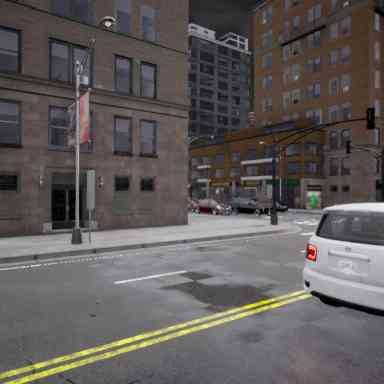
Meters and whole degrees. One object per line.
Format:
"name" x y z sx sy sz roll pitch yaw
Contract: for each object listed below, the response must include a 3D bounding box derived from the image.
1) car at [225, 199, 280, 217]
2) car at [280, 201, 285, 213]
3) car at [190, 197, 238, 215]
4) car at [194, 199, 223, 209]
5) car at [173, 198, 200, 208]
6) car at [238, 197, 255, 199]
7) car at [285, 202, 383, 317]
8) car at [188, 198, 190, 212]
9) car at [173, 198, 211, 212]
"car" 5.677 1.594 31.627 1.895 1.301 4.718 0 0 -35
"car" 8.637 1.580 36.945 1.947 1.339 4.313 0 0 -35
"car" 2.086 1.423 32.311 1.967 1.590 4.097 0 0 -35
"car" 2.270 1.594 45.943 1.802 1.307 4.206 0 0 -35
"car" -0.913 1.578 50.441 1.947 1.339 4.313 0 0 -35
"car" 5.456 1.355 36.997 2.097 1.767 4.553 0 0 -35
"car" 4.603 1.223 6.732 5.566 2.045 2.150 0 0 -36
"car" -1.097 1.421 36.809 1.967 1.590 4.097 0 0 -35
"car" -0.062 1.482 39.739 2.128 1.511 4.902 0 0 -35
